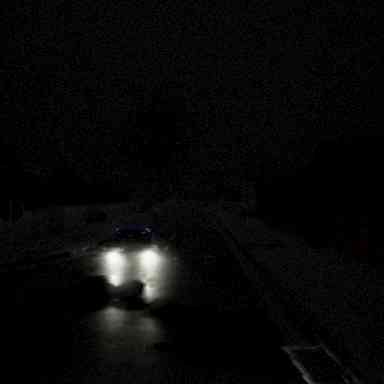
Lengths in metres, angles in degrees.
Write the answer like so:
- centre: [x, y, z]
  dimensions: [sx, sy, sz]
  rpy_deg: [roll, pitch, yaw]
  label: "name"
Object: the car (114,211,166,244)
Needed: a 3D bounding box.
- centre: [-2.612, 1.764, 17.576]
  dimensions: [1.882, 1.535, 5.008]
  rpy_deg: [0, -1, 5]
  label: "car"
